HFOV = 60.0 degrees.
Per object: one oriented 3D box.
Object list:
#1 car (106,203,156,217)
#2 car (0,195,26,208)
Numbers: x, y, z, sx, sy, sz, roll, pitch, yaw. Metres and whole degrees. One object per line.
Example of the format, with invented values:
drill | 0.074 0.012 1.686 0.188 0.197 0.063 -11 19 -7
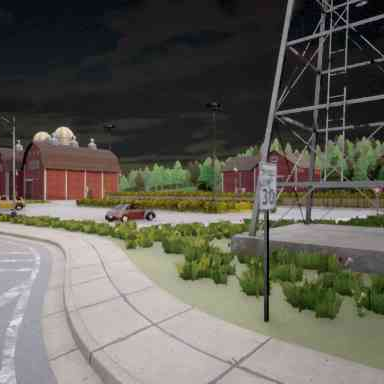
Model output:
car | -4.637 1.521 25.422 1.784 1.438 3.905 0 0 39
car | -22.257 1.310 39.383 1.932 1.855 4.605 0 0 39
